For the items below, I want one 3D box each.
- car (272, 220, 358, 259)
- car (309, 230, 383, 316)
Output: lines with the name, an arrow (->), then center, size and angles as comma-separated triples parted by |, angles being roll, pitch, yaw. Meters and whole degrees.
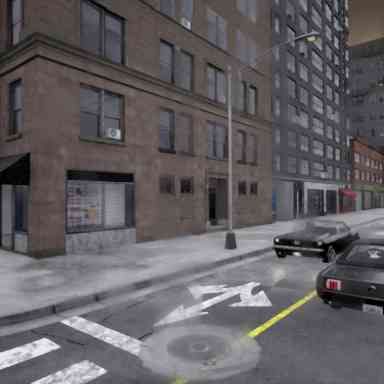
car -> 4.856, 1.764, 12.716 | 1.895, 1.301, 4.718 | -1, -1, 39
car -> 4.385, 1.676, 7.218 | 1.895, 1.301, 4.718 | -1, -1, 39
